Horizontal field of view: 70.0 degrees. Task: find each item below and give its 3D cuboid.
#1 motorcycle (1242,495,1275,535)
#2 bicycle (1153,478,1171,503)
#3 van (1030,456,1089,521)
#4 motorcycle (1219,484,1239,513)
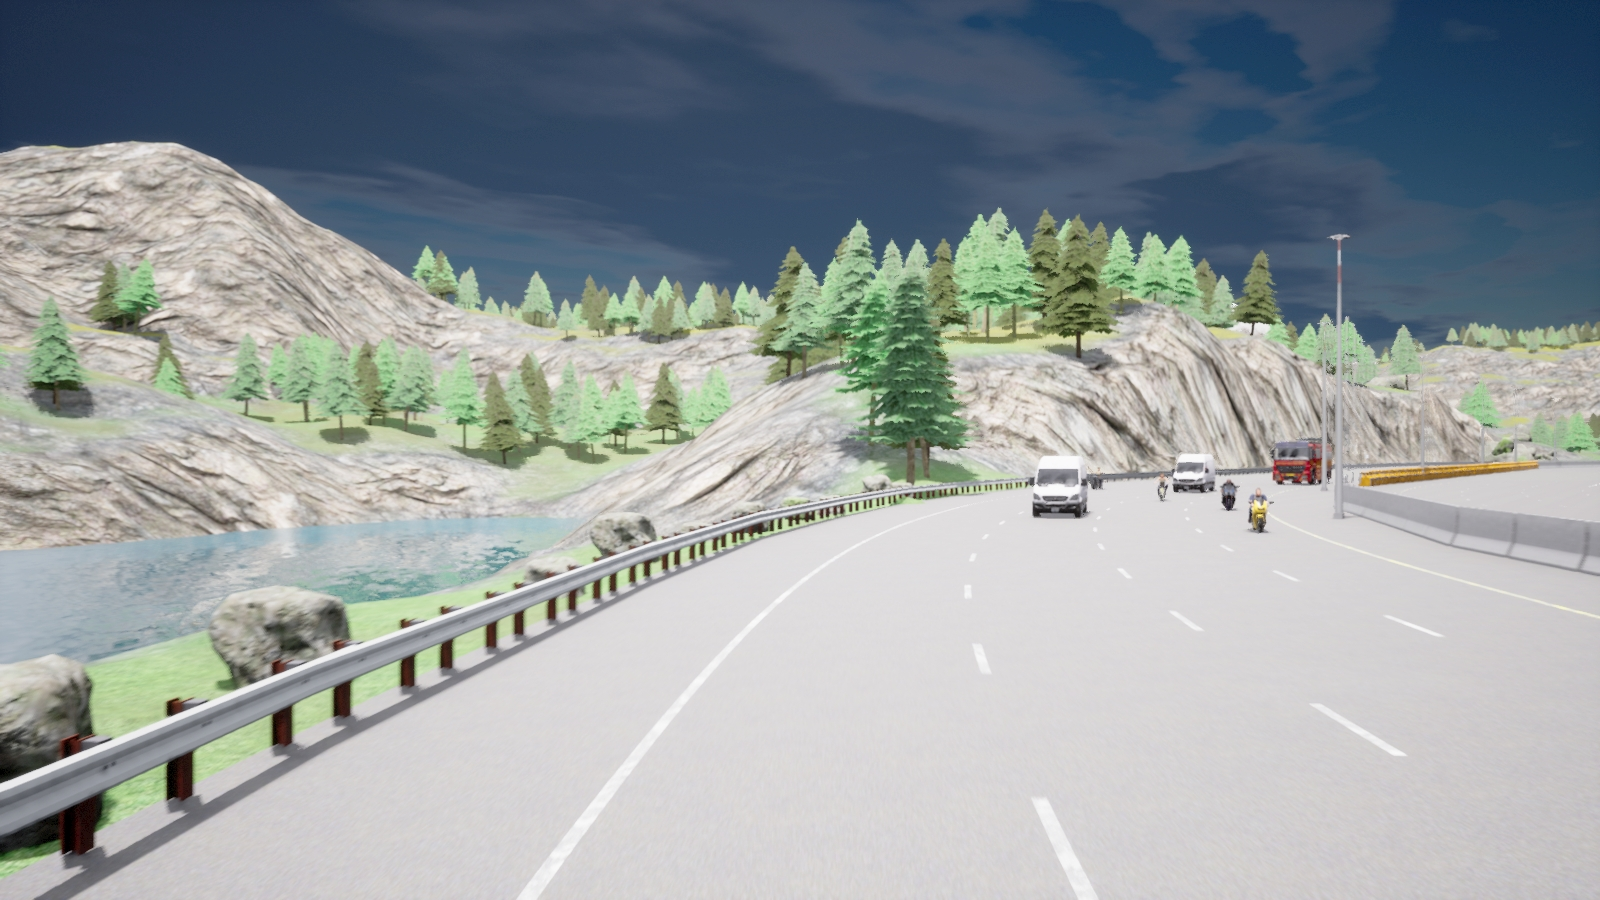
[{"bbox_3d":[15.594,2.198,38.893,0.803,1.217,2.033,0,0,15],"label":"motorcycle"},{"bbox_3d":[19.677,2.175,62.078,0.859,1.295,1.487,0,0,22],"label":"bicycle"},{"bbox_3d":[11.183,1.549,48.913,1.988,2.561,5.915,0,0,18],"label":"van"},{"bbox_3d":[19.954,2.232,53.167,0.867,1.251,2.209,0,0,20],"label":"motorcycle"}]
